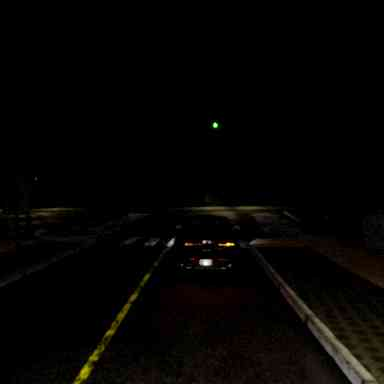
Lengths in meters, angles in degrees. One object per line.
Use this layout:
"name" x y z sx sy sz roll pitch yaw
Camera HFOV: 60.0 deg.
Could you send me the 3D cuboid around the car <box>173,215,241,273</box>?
"car" 0.501 1.494 10.641 1.837 1.490 4.892 0 0 4
